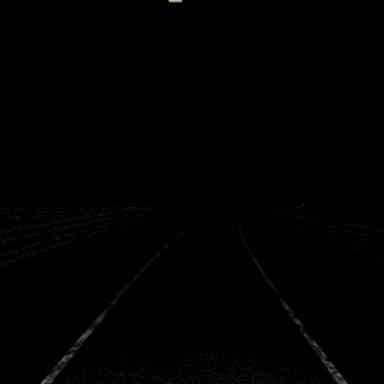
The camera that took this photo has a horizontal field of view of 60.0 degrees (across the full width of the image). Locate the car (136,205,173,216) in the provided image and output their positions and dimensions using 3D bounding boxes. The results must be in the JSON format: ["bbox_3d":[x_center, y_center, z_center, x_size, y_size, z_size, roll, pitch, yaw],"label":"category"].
[{"bbox_3d":[-4.519,2.479,43.937,2.033,1.411,5.357,-1,-2,30],"label":"car"}]

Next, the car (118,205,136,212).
[{"bbox_3d":[-7.537,2.497,45.708,1.812,1.442,4.674,-1,-2,30],"label":"car"}]

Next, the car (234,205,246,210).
[{"bbox_3d":[12.419,4.032,86.549,1.837,1.490,4.892,-1,-2,30],"label":"car"}]

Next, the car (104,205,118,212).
[{"bbox_3d":[-10.544,2.575,47.499,1.994,1.385,4.181,-1,-2,30],"label":"car"}]
